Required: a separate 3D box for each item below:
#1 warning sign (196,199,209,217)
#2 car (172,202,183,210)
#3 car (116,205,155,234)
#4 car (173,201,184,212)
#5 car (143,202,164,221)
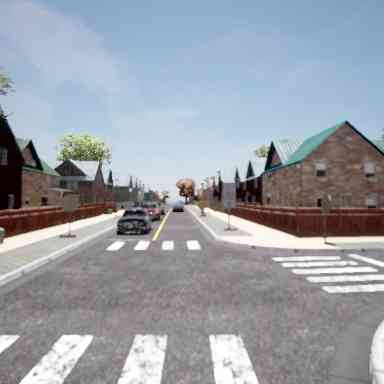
[{"bbox_3d":[1.094,1.670,35.223,1.300,1.860,1.060,-1,-2,-3],"label":"warning sign"},{"bbox_3d":[-2.651,2.676,62.663,1.994,1.385,4.181,0,-1,-3],"label":"car"},{"bbox_3d":[-3.652,1.823,21.538,1.837,1.490,4.892,0,-1,-2],"label":"car"},{"bbox_3d":[-2.173,2.459,53.269,2.033,1.411,5.357,0,-1,-2],"label":"car"},{"bbox_3d":[-4.160,1.864,32.846,2.097,1.767,4.553,0,-1,-3],"label":"car"}]
